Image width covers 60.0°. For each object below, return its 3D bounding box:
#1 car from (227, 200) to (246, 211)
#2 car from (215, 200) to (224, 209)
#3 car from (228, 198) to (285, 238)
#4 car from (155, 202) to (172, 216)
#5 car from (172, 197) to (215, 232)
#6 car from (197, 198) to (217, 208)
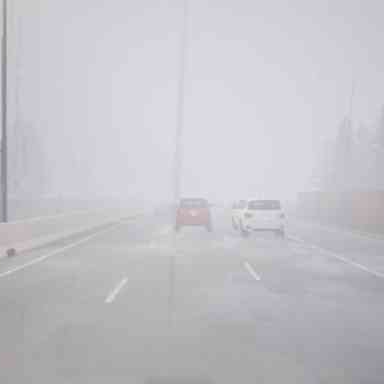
[{"bbox_3d":[6.305,1.856,46.944,1.994,1.385,4.181,0,0,16],"label":"car"},{"bbox_3d":[3.688,1.923,51.831,1.895,1.301,4.718,0,0,18],"label":"car"},{"bbox_3d":[3.590,1.338,18.733,2.150,2.045,5.566,0,0,0],"label":"car"},{"bbox_3d":[-2.599,1.782,35.287,1.994,1.385,4.181,0,0,8],"label":"car"},{"bbox_3d":[0.100,1.354,21.377,2.150,2.045,5.566,0,0,0],"label":"car"},{"bbox_3d":[2.612,1.848,57.319,2.128,1.511,4.902,0,0,20],"label":"car"}]
